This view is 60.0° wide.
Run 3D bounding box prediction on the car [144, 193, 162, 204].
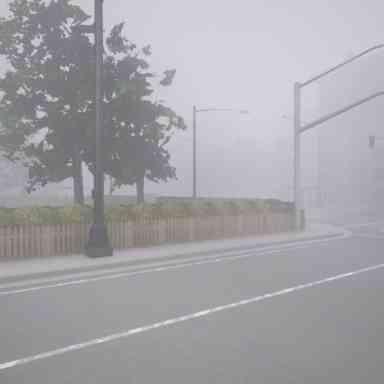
[{"bbox_3d":[-5.910,1.219,53.555,2.150,2.045,5.566,0,0,-34],"label":"car"}]
